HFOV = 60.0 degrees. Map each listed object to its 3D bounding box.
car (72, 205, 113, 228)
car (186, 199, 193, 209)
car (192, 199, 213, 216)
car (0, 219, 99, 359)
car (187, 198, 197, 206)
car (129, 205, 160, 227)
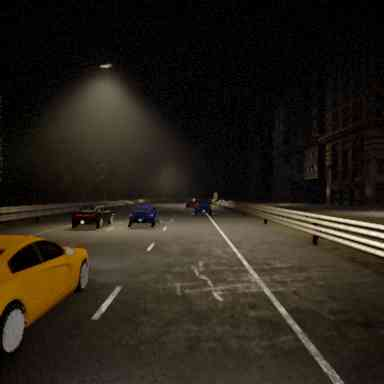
[{"bbox_3d":[-6.911,1.666,23.394,1.837,1.490,4.892,0,0,0],"label":"car"},{"bbox_3d":[-0.023,2.083,54.806,1.994,1.385,4.181,0,-1,0],"label":"car"},{"bbox_3d":[1.210,1.799,36.360,1.812,1.442,4.674,0,-1,0],"label":"car"},{"bbox_3d":[-3.405,1.520,6.057,1.882,1.535,5.008,0,0,0],"label":"car"},{"bbox_3d":[-0.029,2.132,69.991,2.128,1.511,4.902,0,-1,0],"label":"car"},{"bbox_3d":[-3.411,1.693,24.243,1.812,1.442,4.674,0,0,0],"label":"car"}]
